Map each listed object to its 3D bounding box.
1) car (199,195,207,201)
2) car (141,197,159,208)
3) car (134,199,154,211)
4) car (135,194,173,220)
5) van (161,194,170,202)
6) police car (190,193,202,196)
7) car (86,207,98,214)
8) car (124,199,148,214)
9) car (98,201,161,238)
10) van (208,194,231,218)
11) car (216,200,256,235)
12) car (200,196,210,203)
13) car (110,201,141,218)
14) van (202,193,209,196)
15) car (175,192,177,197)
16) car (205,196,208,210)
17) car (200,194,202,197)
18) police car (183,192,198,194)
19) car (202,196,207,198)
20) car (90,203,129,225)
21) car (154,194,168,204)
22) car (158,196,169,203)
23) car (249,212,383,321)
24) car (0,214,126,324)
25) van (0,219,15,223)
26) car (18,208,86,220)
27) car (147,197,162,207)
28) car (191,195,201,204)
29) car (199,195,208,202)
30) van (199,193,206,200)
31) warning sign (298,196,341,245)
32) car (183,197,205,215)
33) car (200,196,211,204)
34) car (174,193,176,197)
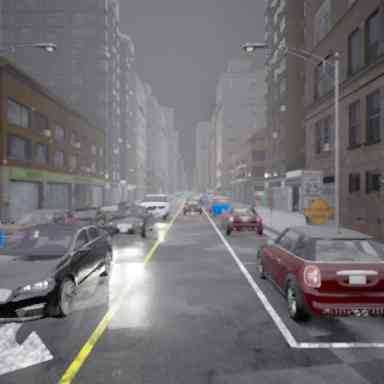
[{"bbox_3d":[2.612,1.493,80.995,1.802,1.307,4.206,0,0,0],"label":"car"},{"bbox_3d":[-5.890,1.502,46.964,1.887,1.381,4.507,0,0,0],"label":"car"},{"bbox_3d":[-5.886,1.530,41.296,1.947,1.339,4.313,0,0,0],"label":"car"},{"bbox_3d":[-3.105,1.199,28.413,2.150,2.045,5.566,0,0,0],"label":"car"},{"bbox_3d":[-5.910,1.262,75.305,1.690,1.788,3.998,0,0,0],"label":"van"},{"bbox_3d":[0.760,1.374,53.383,1.930,1.638,5.238,0,0,-1],"label":"police car"},{"bbox_3d":[-5.871,1.552,18.623,1.947,1.339,4.313,0,0,0],"label":"car"},{"bbox_3d":[-5.882,1.496,35.458,1.752,1.417,4.829,0,0,0],"label":"car"},{"bbox_3d":[-3.111,1.478,17.683,2.128,1.511,4.902,0,0,0],"label":"car"},{"bbox_3d":[2.647,1.317,29.971,1.690,1.788,3.998,0,0,0],"label":"van"},{"bbox_3d":[2.655,1.426,18.632,1.967,1.590,4.097,0,0,0],"label":"car"},{"bbox_3d":[2.620,1.494,69.656,1.947,1.339,4.313,0,0,0],"label":"car"},{"bbox_3d":[-5.879,1.542,29.960,1.947,1.339,4.313,0,0,0],"label":"car"},{"bbox_3d":[2.635,1.298,46.979,1.690,1.788,3.998,0,0,0],"label":"van"},{"bbox_3d":[-5.921,1.436,92.311,2.008,1.369,4.403,0,0,0],"label":"car"},{"bbox_3d":[2.643,1.495,35.810,1.752,1.417,4.829,0,0,0],"label":"car"},{"bbox_3d":[2.631,1.390,52.649,1.967,1.590,4.097,0,0,0],"label":"car"},{"bbox_3d":[0.226,1.353,69.305,1.930,1.638,5.238,0,0,-17],"label":"police car"},{"bbox_3d":[2.639,1.514,41.310,2.008,1.369,4.403,0,0,0],"label":"car"},{"bbox_3d":[-5.875,1.563,24.291,1.802,1.307,4.206,0,0,0],"label":"car"},{"bbox_3d":[-5.902,1.250,63.969,2.192,1.841,5.009,0,0,0],"label":"car"},{"bbox_3d":[-5.906,1.479,69.637,2.008,1.369,4.403,0,0,0],"label":"car"},{"bbox_3d":[2.663,1.435,7.294,1.967,1.590,4.097,0,0,0],"label":"car"},{"bbox_3d":[-3.109,1.486,7.438,2.128,1.511,4.902,0,0,0],"label":"car"},{"bbox_3d":[-5.863,1.336,7.286,1.690,1.788,3.998,0,0,0],"label":"van"},{"bbox_3d":[-5.867,1.431,12.955,1.967,1.590,4.097,0,0,0],"label":"car"},{"bbox_3d":[-5.894,1.475,52.463,1.752,1.417,4.829,0,0,0],"label":"car"},{"bbox_3d":[0.743,1.392,63.478,1.801,1.575,5.366,0,0,0],"label":"car"},{"bbox_3d":[2.616,1.471,75.325,2.008,1.369,4.403,0,0,0],"label":"car"},{"bbox_3d":[2.608,1.240,86.665,1.690,1.788,3.998,0,0,0],"label":"van"},{"bbox_3d":[5.060,1.105,13.290,1.300,1.860,1.060,0,0,0],"label":"warning sign"},{"bbox_3d":[0.079,1.498,33.426,1.812,1.442,4.674,0,0,0],"label":"car"},{"bbox_3d":[2.624,1.501,63.987,1.947,1.339,4.313,0,0,0],"label":"car"},{"bbox_3d":[-5.917,1.424,86.474,1.752,1.417,4.829,0,0,0],"label":"car"}]
